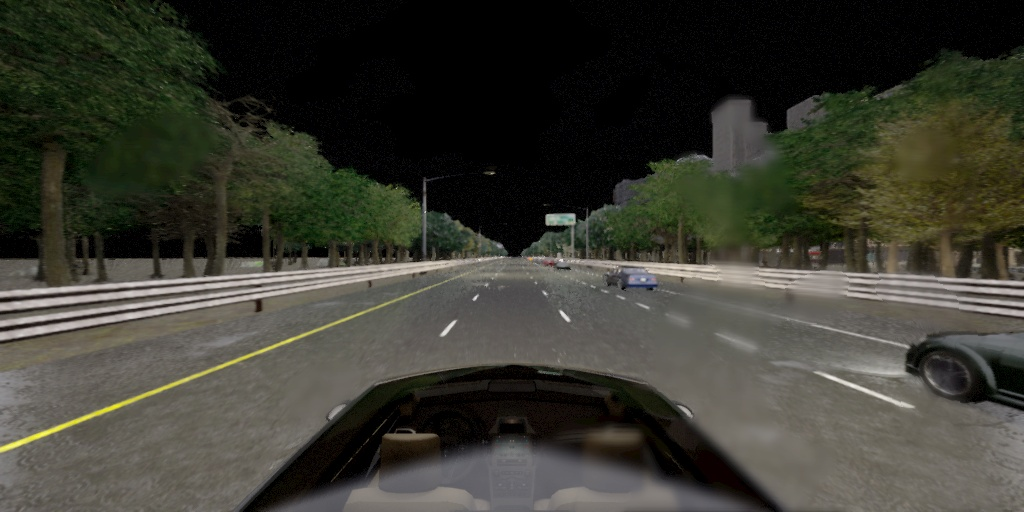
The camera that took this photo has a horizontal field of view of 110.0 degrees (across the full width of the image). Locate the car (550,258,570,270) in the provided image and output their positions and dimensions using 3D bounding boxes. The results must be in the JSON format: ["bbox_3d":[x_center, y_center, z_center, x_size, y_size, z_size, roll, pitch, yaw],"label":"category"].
[{"bbox_3d":[7.122,1.324,51.659,1.994,1.385,4.181,0,0,0],"label":"car"}]

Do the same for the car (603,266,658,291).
[{"bbox_3d":[7.016,1.305,21.707,2.033,1.411,5.357,0,0,0],"label":"car"}]

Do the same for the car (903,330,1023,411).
[{"bbox_3d":[7.001,1.317,3.711,1.994,1.385,4.181,0,0,0],"label":"car"}]
